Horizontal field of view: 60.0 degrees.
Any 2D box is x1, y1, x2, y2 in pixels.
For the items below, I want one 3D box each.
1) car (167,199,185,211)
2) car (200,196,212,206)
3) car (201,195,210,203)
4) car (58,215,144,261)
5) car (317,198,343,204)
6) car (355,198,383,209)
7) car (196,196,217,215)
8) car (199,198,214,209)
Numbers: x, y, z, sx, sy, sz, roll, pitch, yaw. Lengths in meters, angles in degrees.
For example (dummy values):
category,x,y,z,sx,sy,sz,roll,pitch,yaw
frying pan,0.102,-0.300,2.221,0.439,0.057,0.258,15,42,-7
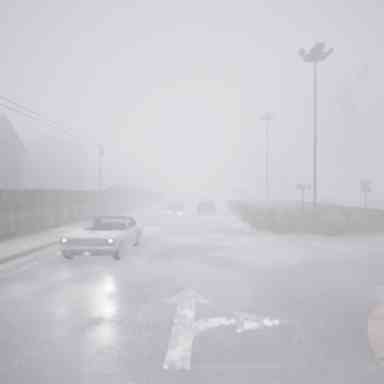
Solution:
category,x,y,z,sx,sy,sz,roll,pitch,yaw
car,-1.881,1.493,39.906,2.033,1.411,5.357,0,0,3
car,2.355,1.491,56.810,2.033,1.411,5.357,0,0,2
car,2.792,1.455,67.162,1.812,1.442,4.674,0,0,2
car,-3.126,1.572,12.342,1.895,1.301,4.718,0,0,2
car,18.530,1.529,45.420,1.837,1.490,4.892,1,0,-10
car,23.998,1.569,44.605,3.905,1.438,1.784,0,0,2
car,1.457,1.458,33.787,2.128,1.511,4.902,0,0,3
car,2.002,1.518,46.238,1.994,1.385,4.181,0,0,2
